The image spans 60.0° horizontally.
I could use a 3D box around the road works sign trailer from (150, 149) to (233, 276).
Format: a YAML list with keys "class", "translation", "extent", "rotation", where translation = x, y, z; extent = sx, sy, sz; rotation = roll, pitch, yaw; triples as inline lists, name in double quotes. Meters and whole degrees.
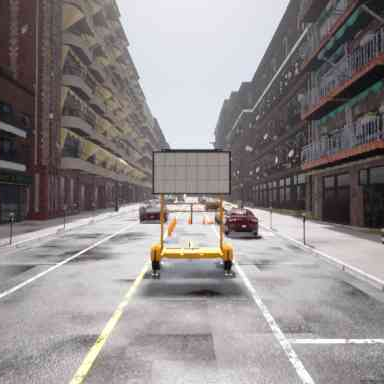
- class: "road works sign trailer"
  translation: [-0.011, 0.473, 10.382]
  extent: [2.380, 3.560, 2.880]
  rotation: [0, 0, 0]

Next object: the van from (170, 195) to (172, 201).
- class: "van"
  translation: [-5.297, 1.481, 63.017]
  extent: [1.690, 1.788, 3.998]
  rotation: [1, 0, 0]

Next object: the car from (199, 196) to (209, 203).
- class: "car"
  translation: [2.587, 1.626, 74.018]
  extent: [1.967, 1.590, 4.097]
  rotation: [1, 0, 0]

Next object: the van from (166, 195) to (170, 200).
- class: "van"
  translation: [-5.296, 1.460, 57.485]
  extent: [1.690, 1.788, 3.998]
  rotation: [2, 0, 0]

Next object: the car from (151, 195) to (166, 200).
- class: "car"
  translation: [-5.294, 1.399, 46.427]
  extent: [2.192, 1.841, 5.009]
  rotation: [2, 0, 0]

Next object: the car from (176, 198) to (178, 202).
- class: "car"
  translation: [-5.298, 1.526, 79.608]
  extent: [2.192, 1.841, 5.009]
  rotation: [1, 0, 0]

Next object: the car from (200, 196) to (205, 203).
- class: "car"
  translation: [2.580, 1.634, 46.364]
  extent: [2.008, 1.369, 4.403]
  rotation: [1, 0, 0]

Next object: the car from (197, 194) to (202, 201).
- class: "car"
  translation: [2.578, 1.706, 68.486]
  extent: [1.887, 1.381, 4.507]
  rotation: [1, 0, 0]

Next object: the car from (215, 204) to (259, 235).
- class: "car"
  translation: [2.583, 1.565, 18.710]
  extent: [1.887, 1.381, 4.507]
  rotation: [1, 0, 0]

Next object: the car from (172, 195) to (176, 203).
- class: "car"
  translation: [-5.298, 1.501, 74.078]
  extent: [2.192, 1.841, 5.009]
  rotation: [1, 0, 0]

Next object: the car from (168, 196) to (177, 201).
- class: "car"
  translation: [-5.306, 1.830, 90.669]
  extent: [1.947, 1.339, 4.313]
  rotation: [1, 0, 0]

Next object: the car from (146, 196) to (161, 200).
- class: "car"
  translation: [-5.299, 1.594, 40.725]
  extent: [1.752, 1.417, 4.829]
  rotation: [2, 0, 0]

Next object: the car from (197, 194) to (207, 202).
- class: "car"
  translation: [2.547, 1.551, 85.080]
  extent: [2.192, 1.841, 5.009]
  rotation: [1, 0, 0]

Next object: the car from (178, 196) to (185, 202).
- class: "car"
  translation: [-2.758, 1.743, 81.194]
  extent: [1.812, 1.442, 4.674]
  rotation: [0, 0, 0]

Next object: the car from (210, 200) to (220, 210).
- class: "car"
  translation: [2.583, 1.555, 24.412]
  extent: [1.752, 1.417, 4.829]
  rotation: [1, 0, 0]

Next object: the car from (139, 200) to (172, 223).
- class: "car"
  translation: [-2.853, 1.596, 25.738]
  extent: [1.994, 1.385, 4.181]
  rotation: [0, 0, 0]

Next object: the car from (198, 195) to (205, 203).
- class: "car"
  translation: [2.579, 1.684, 62.956]
  extent: [1.887, 1.381, 4.507]
  rotation: [1, 0, 0]

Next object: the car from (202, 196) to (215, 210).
- class: "car"
  translation: [2.581, 1.614, 40.832]
  extent: [1.887, 1.381, 4.507]
  rotation: [1, 0, 0]
